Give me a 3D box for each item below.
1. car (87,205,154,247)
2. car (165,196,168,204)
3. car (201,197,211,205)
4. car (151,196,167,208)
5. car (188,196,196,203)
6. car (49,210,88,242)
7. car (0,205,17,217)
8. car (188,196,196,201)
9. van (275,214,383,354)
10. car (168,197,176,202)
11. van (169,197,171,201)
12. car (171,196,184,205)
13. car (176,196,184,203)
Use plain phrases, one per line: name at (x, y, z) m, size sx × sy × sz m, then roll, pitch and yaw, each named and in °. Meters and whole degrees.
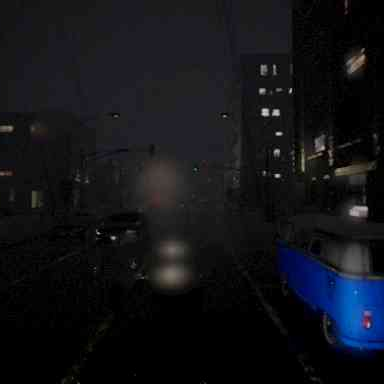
car at (-3.072, 1.580, 15.488) m, size 1.837 × 1.490 × 4.892 m, roll 0°, pitch -1°, yaw 0°
car at (-5.673, 1.828, 60.428) m, size 1.887 × 1.381 × 4.507 m, roll 1°, pitch 0°, yaw 0°
car at (2.710, 1.750, 66.176) m, size 1.967 × 1.590 × 4.097 m, roll 1°, pitch 0°, yaw 0°
car at (-5.749, 1.802, 54.746) m, size 1.887 × 1.381 × 4.507 m, roll 1°, pitch 0°, yaw 0°
car at (0.005, 1.917, 82.416) m, size 2.033 × 1.411 × 5.357 m, roll 0°, pitch 0°, yaw 0°
car at (-5.675, 1.631, 16.790) m, size 2.008 × 1.369 × 4.403 m, roll 1°, pitch 0°, yaw 0°
car at (-19.298, 1.764, 32.045) m, size 4.507 × 1.381 × 1.887 m, roll 0°, pitch -1°, yaw 1°
car at (0.005, 1.808, 92.842) m, size 2.033 × 1.411 × 5.357 m, roll 0°, pitch 0°, yaw 0°
van at (2.709, 1.370, 5.970) m, size 1.690 × 1.788 × 3.998 m, roll 1°, pitch 0°, yaw 0°
car at (-5.672, 2.025, 94.548) m, size 1.802 × 1.307 × 4.206 m, roll 1°, pitch 0°, yaw 0°
van at (-5.668, 1.651, 66.116) m, size 1.690 × 1.788 × 3.998 m, roll 1°, pitch 0°, yaw 0°
car at (-2.997, 1.819, 68.220) m, size 1.837 × 1.490 × 4.892 m, roll 0°, pitch 0°, yaw 0°
car at (-2.996, 1.863, 83.775) m, size 1.882 × 1.535 × 5.008 m, roll 0°, pitch 0°, yaw 0°
